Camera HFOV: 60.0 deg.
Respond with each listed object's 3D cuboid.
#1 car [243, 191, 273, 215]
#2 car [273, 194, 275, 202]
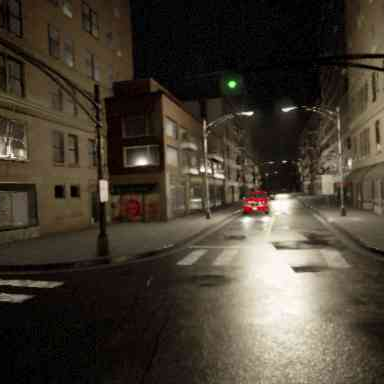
[{"bbox_3d":[5.926,0.974,30.247,2.150,2.045,5.566,-3,0,15],"label":"car"},{"bbox_3d":[12.969,0.822,55.917,1.837,1.490,4.892,-3,0,15],"label":"car"}]
